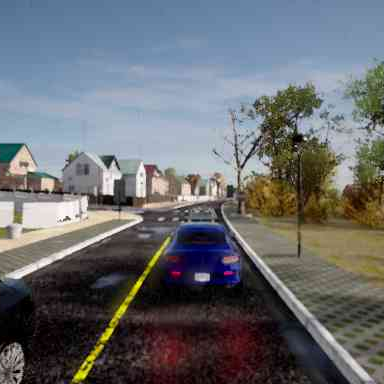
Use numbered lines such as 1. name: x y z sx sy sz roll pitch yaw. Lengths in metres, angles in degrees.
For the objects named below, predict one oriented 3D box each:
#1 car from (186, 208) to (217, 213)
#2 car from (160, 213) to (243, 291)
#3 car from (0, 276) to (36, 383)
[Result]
1. car: 0.568 1.592 19.802 1.895 1.301 4.718 0 0 2
2. car: 0.224 1.515 8.846 1.812 1.442 4.674 0 0 1
3. car: -2.810 1.488 2.061 2.128 1.511 4.902 0 0 0
